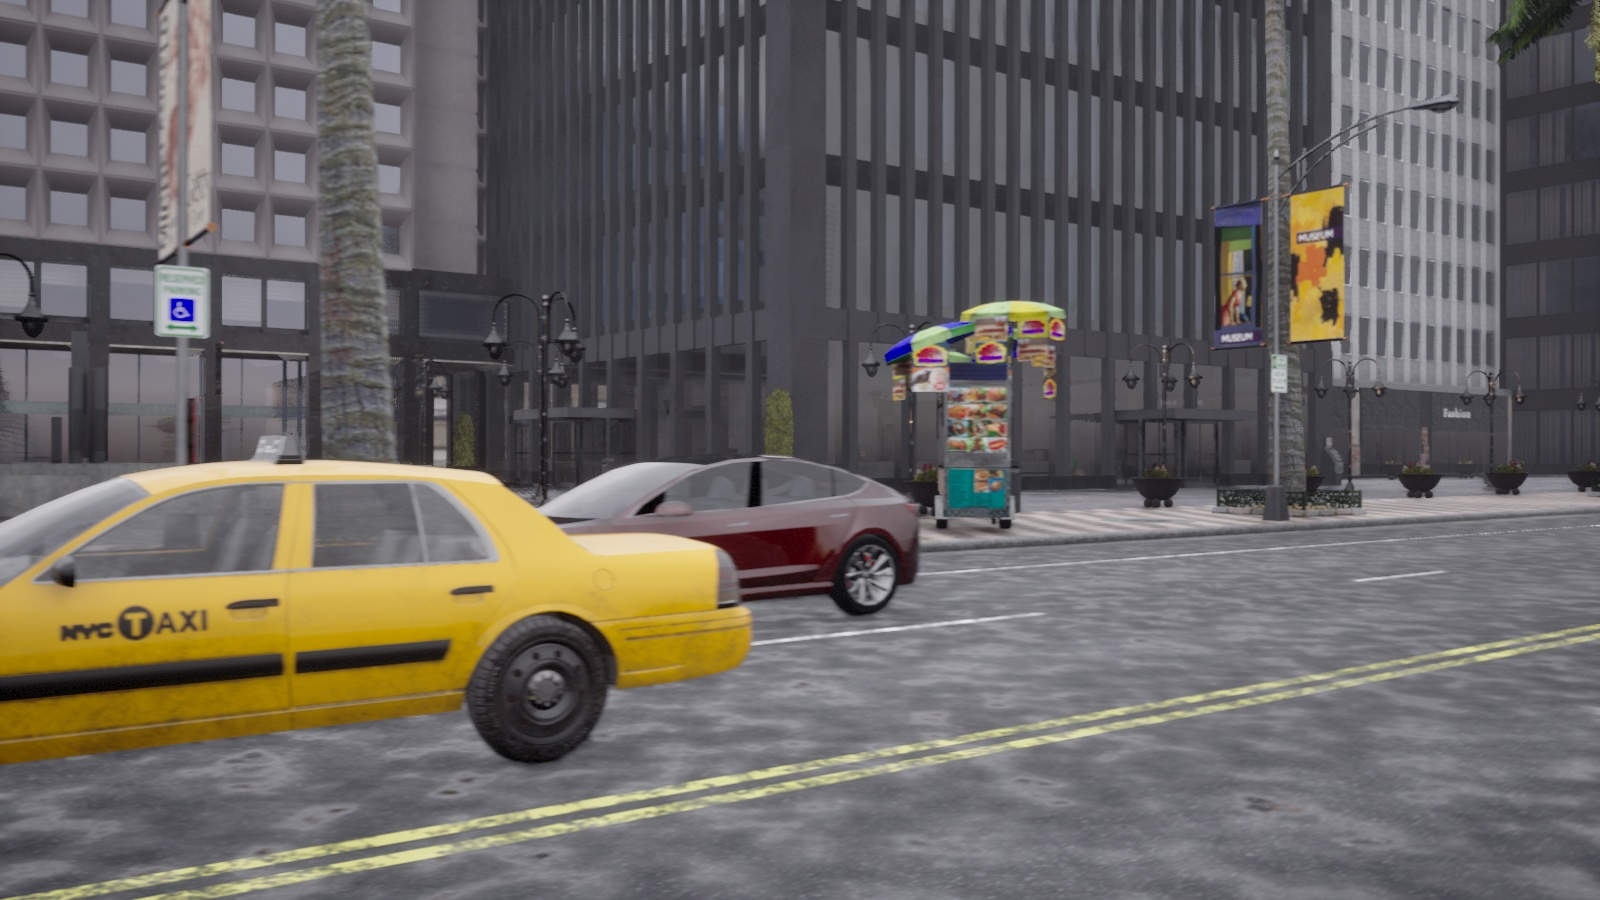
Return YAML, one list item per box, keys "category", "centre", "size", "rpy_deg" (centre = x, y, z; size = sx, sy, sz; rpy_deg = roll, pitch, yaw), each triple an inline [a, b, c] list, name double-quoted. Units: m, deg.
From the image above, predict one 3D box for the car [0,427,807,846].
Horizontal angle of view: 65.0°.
- category: "car"
  centre: [-2.680, 0.705, 6.061]
  size: [5.366, 1.575, 1.801]
  rpy_deg: [0, 0, -35]

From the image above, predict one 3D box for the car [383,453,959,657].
- category: "car"
  centre: [-1.066, 0.776, 11.479]
  size: [4.792, 1.488, 2.163]
  rpy_deg: [0, 0, -35]
